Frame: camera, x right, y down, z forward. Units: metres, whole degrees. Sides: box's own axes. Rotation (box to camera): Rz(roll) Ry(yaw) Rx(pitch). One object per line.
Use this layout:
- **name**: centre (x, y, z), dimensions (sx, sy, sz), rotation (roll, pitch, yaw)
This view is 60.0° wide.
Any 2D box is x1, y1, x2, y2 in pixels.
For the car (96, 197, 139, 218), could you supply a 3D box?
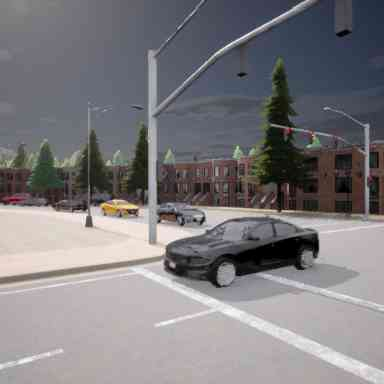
- **car**: centre (-6.743, 1.477, 30.891), dimensions (1.882, 1.535, 5.008), rotation (0, 0, -40)

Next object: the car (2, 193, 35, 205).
- **car**: centre (-28.982, 1.221, 55.956), dimensions (5.566, 2.045, 2.150), rotation (0, 0, 10)

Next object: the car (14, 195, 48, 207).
- **car**: centre (-24.121, 1.547, 51.169), dimensions (5.357, 1.411, 2.033), rotation (0, 0, 17)

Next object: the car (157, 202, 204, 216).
- **car**: centre (-0.991, 1.490, 23.328), dimensions (2.128, 1.511, 4.902), rotation (0, 0, -36)

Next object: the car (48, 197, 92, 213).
- **car**: centre (-13.914, 1.600, 37.954), dimensions (4.718, 1.301, 1.895), rotation (0, 0, 37)

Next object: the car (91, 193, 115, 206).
- **car**: centre (-14.142, 1.222, 50.771), dimensions (5.566, 2.045, 2.150), rotation (0, 0, 28)

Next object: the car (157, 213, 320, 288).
- **car**: centre (1.567, 1.477, 9.416), dimensions (5.008, 1.535, 1.882), rotation (0, 0, -36)
